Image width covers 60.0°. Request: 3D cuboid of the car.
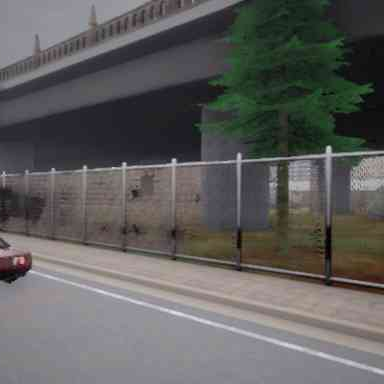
[{"bbox_3d":[-6.158,1.624,8.596,4.718,1.301,1.895,0,0,38],"label":"car"}]
